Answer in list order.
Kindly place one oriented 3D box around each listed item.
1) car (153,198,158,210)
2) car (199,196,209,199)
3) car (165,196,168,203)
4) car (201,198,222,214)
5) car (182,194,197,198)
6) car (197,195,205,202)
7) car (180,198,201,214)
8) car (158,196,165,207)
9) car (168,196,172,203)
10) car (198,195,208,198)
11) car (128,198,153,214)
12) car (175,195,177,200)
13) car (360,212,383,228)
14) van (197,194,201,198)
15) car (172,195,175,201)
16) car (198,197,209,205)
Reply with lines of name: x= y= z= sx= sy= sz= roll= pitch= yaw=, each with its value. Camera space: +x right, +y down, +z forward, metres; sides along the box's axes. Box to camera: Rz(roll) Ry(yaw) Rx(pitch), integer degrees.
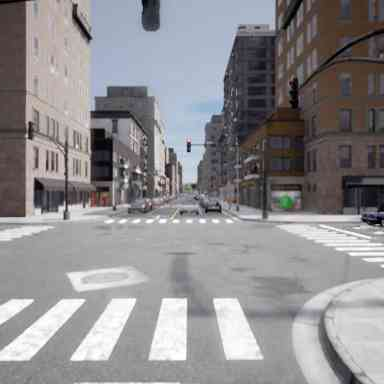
car: x=-5.782 y=1.496 z=41.781 sx=1.967 sy=1.590 sz=4.097 roll=0 pitch=0 yaw=0
car: x=2.236 y=1.649 z=47.301 sx=1.802 sy=1.307 sz=4.206 roll=0 pitch=0 yaw=0
car: x=-5.802 y=1.643 z=58.312 sx=2.008 sy=1.369 sz=4.403 roll=0 pitch=0 yaw=0
car: x=2.249 y=1.612 z=36.279 sx=1.947 sy=1.339 sz=4.313 roll=0 pitch=0 yaw=0
car: x=-0.420 y=1.654 z=63.564 sx=2.033 sy=1.411 sz=5.357 roll=0 pitch=0 yaw=0
car: x=2.190 y=1.614 z=85.876 sx=1.967 sy=1.590 sz=4.097 roll=0 pitch=0 yaw=0
car: x=-0.286 y=1.646 z=35.541 sx=1.895 sy=1.301 sz=4.718 roll=0 pitch=0 yaw=0
car: x=-5.795 y=1.661 z=52.802 sx=1.802 sy=1.307 sz=4.206 roll=0 pitch=0 yaw=0
car: x=-5.815 y=1.563 z=69.334 sx=1.967 sy=1.590 sz=4.097 roll=0 pitch=0 yaw=0
car: x=2.229 y=1.645 z=52.812 sx=1.947 sy=1.339 sz=4.313 roll=0 pitch=0 yaw=0
car: x=-5.775 y=1.486 z=36.270 sx=1.967 sy=1.590 sz=4.097 roll=0 pitch=0 yaw=0
car: x=-5.841 y=1.735 z=91.377 sx=1.887 sy=1.381 sz=4.507 roll=0 pitch=0 yaw=0
car: x=13.228 y=1.555 z=20.824 sx=4.718 sy=1.301 sz=1.895 roll=0 pitch=0 yaw=0
van: x=2.223 y=1.434 z=58.323 sx=1.690 sy=1.788 sz=3.998 roll=0 pitch=0 yaw=0
car: x=-5.828 y=1.707 z=80.355 sx=2.008 sy=1.369 sz=4.403 roll=0 pitch=0 yaw=0
car: x=2.216 y=1.658 z=63.833 sx=2.008 sy=1.369 sz=4.403 roll=0 pitch=0 yaw=0
